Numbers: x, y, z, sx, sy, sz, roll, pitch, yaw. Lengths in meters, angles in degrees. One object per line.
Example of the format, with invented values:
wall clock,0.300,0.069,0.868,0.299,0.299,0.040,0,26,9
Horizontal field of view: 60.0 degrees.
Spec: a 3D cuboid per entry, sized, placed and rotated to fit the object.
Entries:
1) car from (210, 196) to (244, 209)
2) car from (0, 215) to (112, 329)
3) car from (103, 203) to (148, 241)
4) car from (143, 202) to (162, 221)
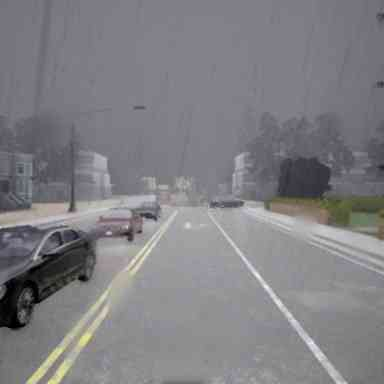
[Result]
car,4.793,1.385,44.642,4.553,1.767,2.097,0,-2,-28
car,-3.550,1.488,7.054,2.128,1.511,4.902,0,0,4
car,-3.582,1.517,16.683,1.812,1.442,4.674,0,0,0
car,-3.515,1.533,27.190,2.033,1.411,5.357,0,0,0
